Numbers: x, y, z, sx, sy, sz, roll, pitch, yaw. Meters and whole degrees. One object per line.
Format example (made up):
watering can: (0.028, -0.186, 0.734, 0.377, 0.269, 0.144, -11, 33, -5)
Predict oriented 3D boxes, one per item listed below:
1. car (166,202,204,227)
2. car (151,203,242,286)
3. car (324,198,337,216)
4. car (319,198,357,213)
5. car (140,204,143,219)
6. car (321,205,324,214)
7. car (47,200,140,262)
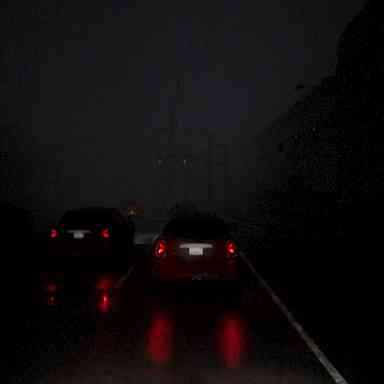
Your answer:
car: (-0.642, 1.501, 23.808, 2.033, 1.411, 5.357, 0, 0, -9)
car: (0.093, 1.333, 9.506, 2.097, 1.767, 4.553, 0, 0, 0)
car: (13.926, 1.400, 27.337, 2.038, 1.542, 4.974, 0, 0, -35)
car: (14.066, 1.233, 31.981, 1.853, 1.218, 4.536, 0, 0, 45)
car: (-5.275, 1.424, 27.838, 1.882, 1.535, 5.008, 0, 0, -16)
car: (14.030, 1.391, 31.944, 2.038, 1.542, 4.974, 0, 0, 45)
car: (-3.419, 1.328, 12.140, 2.097, 1.767, 4.553, 0, 0, 0)
